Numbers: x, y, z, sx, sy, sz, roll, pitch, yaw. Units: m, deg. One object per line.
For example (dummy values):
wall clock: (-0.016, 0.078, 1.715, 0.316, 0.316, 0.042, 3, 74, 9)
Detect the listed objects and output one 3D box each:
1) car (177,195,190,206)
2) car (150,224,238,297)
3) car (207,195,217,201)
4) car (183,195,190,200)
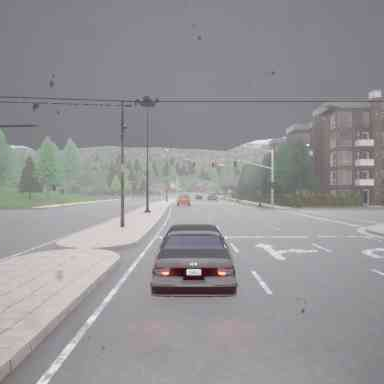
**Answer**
car: (-1.359, 1.352, 54.481, 2.097, 1.767, 4.553, 0, 0, -1)
car: (0.042, 1.547, 8.736, 2.033, 1.411, 5.357, 0, 0, 0)
car: (5.475, 1.539, 85.353, 2.033, 1.411, 5.357, 0, 0, 0)
car: (-1.548, 1.524, 95.484, 1.812, 1.442, 4.674, 0, 0, 0)
